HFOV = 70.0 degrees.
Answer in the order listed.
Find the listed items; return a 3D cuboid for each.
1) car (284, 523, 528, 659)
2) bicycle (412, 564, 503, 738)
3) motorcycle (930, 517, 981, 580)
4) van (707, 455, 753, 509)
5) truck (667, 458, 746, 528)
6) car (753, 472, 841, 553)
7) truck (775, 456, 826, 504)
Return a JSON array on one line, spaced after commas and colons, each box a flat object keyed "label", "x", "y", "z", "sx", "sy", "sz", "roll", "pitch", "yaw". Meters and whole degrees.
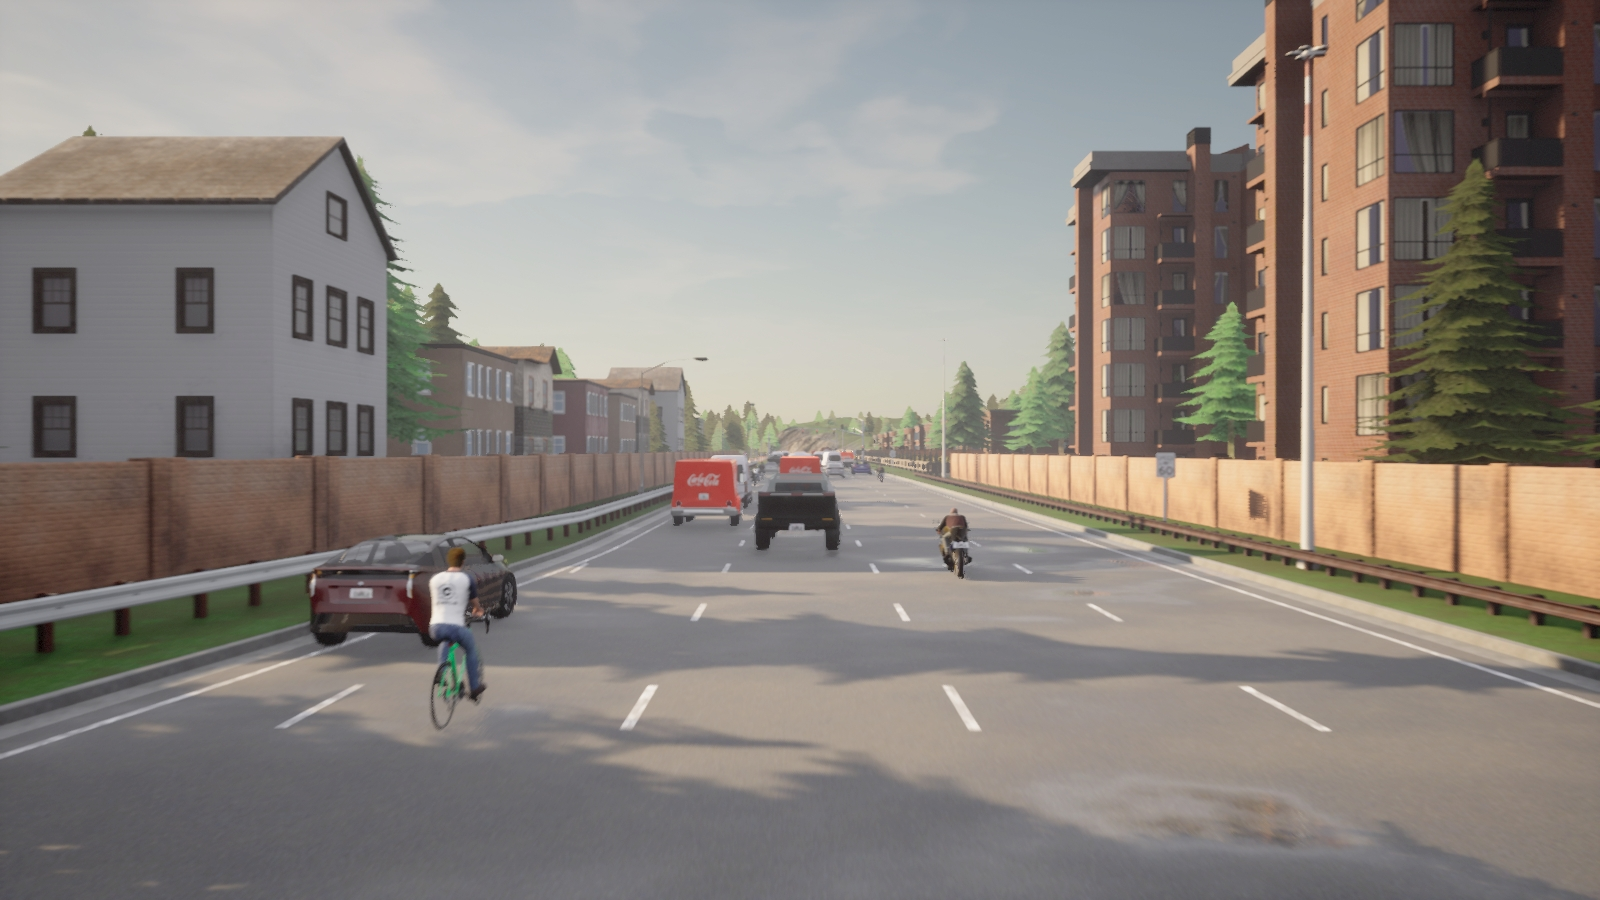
[{"label": "car", "x": -5.854, "y": 2.040, "z": 17.657, "sx": 2.007, "sy": 1.525, "sz": 4.514, "roll": 0, "pitch": 0, "yaw": 3}, {"label": "bicycle", "x": -3.571, "y": 2.054, "z": 12.028, "sx": 0.373, "sy": 1.496, "sz": 1.643, "roll": 0, "pitch": 2, "yaw": 3}, {"label": "motorcycle", "x": 3.508, "y": 2.205, "z": 25.942, "sx": 0.867, "sy": 1.251, "sz": 2.209, "roll": 0, "pitch": 0, "yaw": 0}, {"label": "van", "x": -3.494, "y": 1.535, "z": 57.813, "sx": 1.988, "sy": 2.561, "sz": 5.915, "roll": 0, "pitch": 0, "yaw": 0}, {"label": "truck", "x": -3.487, "y": 1.571, "z": 43.920, "sx": 2.627, "sy": 2.467, "sz": 5.204, "roll": 0, "pitch": 0, "yaw": 0}, {"label": "car", "x": -0.032, "y": 1.754, "z": 34.209, "sx": 2.390, "sy": 2.098, "sz": 6.274, "roll": 0, "pitch": 0, "yaw": 1}, {"label": "truck", "x": 0.011, "y": 1.570, "z": 61.587, "sx": 2.627, "sy": 2.467, "sz": 5.204, "roll": 0, "pitch": 0, "yaw": 0}]
